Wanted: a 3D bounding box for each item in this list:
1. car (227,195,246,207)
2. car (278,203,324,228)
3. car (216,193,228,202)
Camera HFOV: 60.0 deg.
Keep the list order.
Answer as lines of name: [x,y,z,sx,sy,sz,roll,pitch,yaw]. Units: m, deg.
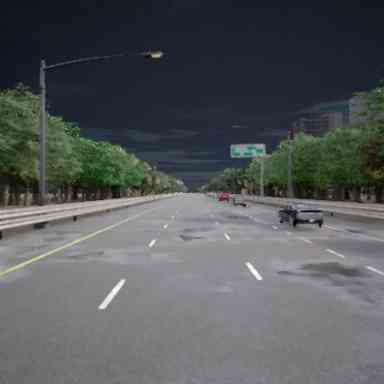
car: [7.159,1.529,51.499,2.033,1.411,5.357,0,0,0]
car: [7.033,1.492,21.932,2.128,1.511,4.902,0,0,0]
car: [7.307,1.176,76.526,2.150,2.045,5.566,0,0,0]
